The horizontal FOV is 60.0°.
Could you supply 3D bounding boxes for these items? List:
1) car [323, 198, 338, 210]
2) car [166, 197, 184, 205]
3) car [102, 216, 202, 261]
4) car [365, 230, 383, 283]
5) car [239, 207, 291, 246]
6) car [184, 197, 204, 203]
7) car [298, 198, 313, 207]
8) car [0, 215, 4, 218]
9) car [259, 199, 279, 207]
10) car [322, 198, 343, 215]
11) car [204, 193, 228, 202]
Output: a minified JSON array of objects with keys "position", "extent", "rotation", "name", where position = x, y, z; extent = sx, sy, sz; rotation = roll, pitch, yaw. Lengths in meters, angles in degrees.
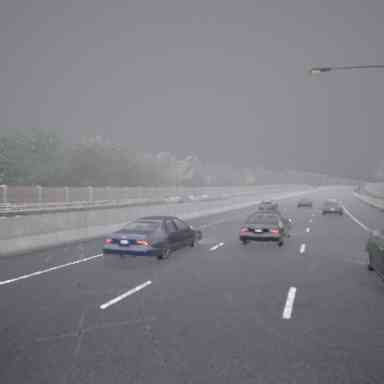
[{"position":[18.662,1.531,44.808],"extent":[1.812,1.442,4.674],"rotation":[0,1,22],"name":"car"},{"position":[-2.780,1.631,57.382],"extent":[1.812,1.442,4.674],"rotation":[0,1,23],"name":"car"},{"position":[-1.256,1.649,12.898],"extent":[2.033,1.411,5.357],"rotation":[0,0,21],"name":"car"},{"position":[5.611,1.395,8.046],"extent":[2.097,1.767,4.553],"rotation":[0,0,20],"name":"car"},{"position":[3.645,1.656,16.024],"extent":[2.033,1.411,5.357],"rotation":[0,0,21],"name":"car"},{"position":[0.953,1.546,57.247],"extent":[1.882,1.535,5.008],"rotation":[0,1,23],"name":"car"},{"position":[17.085,1.534,49.990],"extent":[1.994,1.385,4.181],"rotation":[0,0,22],"name":"car"},{"position":[-11.123,1.765,17.017],"extent":[1.895,1.301,4.718],"rotation":[0,0,20],"name":"car"},{"position":[9.259,1.626,40.053],"extent":[2.128,1.511,4.902],"rotation":[0,0,22],"name":"car"},{"position":[14.722,1.674,34.924],"extent":[1.994,1.385,4.181],"rotation":[0,0,22],"name":"car"},{"position":[4.496,1.260,56.665],"extent":[2.150,2.045,5.566],"rotation":[0,0,23],"name":"car"}]
